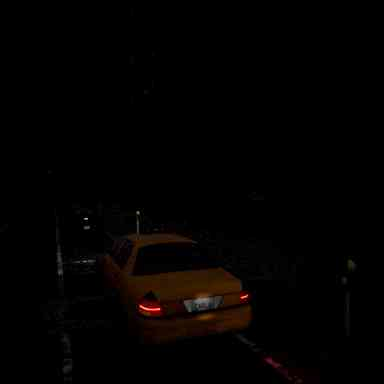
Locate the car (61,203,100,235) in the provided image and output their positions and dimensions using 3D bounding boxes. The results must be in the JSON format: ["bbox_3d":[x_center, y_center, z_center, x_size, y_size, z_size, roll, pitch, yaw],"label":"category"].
[{"bbox_3d":[-6.104,1.551,18.699,2.008,1.369,4.403,0,0,-23],"label":"car"}]

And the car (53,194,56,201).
[{"bbox_3d":[-31.636,1.468,79.545,1.967,1.590,4.097,0,0,-24],"label":"car"}]

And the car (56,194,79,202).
[{"bbox_3d":[-12.449,1.316,34.007,2.192,1.841,5.009,0,0,-23],"label":"car"}]

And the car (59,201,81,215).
[{"bbox_3d":[-8.219,1.551,23.802,2.008,1.369,4.403,0,0,-23],"label":"car"}]

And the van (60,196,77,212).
[{"bbox_3d":[-14.565,1.342,39.110,1.690,1.788,3.998,0,0,-23],"label":"van"}]

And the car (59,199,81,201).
[{"bbox_3d":[-10.334,1.566,28.904,1.947,1.339,4.313,0,0,-23],"label":"car"}]

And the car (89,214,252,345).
[{"bbox_3d":[-0.838,1.457,6.757,1.801,1.575,5.366,0,0,-23],"label":"car"}]
